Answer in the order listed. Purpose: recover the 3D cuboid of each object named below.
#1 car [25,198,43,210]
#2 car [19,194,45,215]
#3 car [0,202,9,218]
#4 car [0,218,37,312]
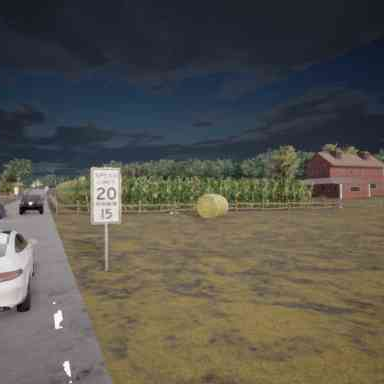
[{"bbox_3d":[-21.175,1.594,44.625,2.033,1.411,5.357,0,0,-24],"label":"car"},{"bbox_3d":[-16.930,1.265,35.230,2.150,2.045,5.566,0,0,-23],"label":"car"},{"bbox_3d":[-17.112,1.577,28.585,1.812,1.442,4.674,0,1,-24],"label":"car"},{"bbox_3d":[-4.441,1.534,7.158,1.812,1.442,4.674,0,0,-24],"label":"car"}]
